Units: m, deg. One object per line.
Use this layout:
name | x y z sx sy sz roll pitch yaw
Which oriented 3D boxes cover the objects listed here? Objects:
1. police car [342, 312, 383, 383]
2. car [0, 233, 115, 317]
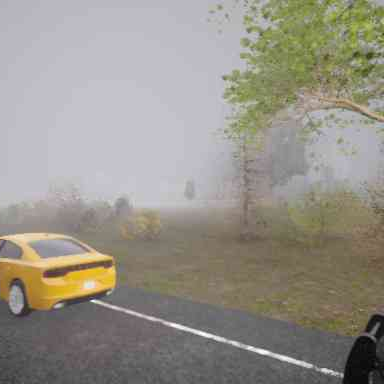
police car | 3.876 1.563 2.164 5.238 1.638 1.930 -1 -3 37
car | -4.015 1.736 8.126 5.008 1.535 1.882 -1 -3 37
